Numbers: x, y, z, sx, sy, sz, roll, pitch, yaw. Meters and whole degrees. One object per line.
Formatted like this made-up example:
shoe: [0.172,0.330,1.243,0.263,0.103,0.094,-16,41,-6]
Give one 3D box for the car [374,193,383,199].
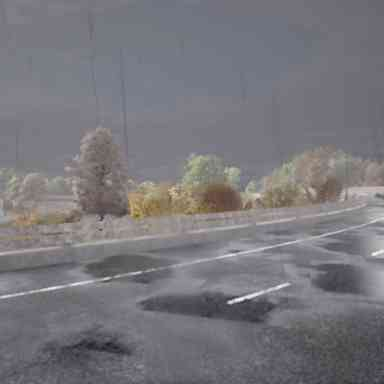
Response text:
car: [45.713,0.971,80.020,1.812,1.442,4.674,-1,0,5]
